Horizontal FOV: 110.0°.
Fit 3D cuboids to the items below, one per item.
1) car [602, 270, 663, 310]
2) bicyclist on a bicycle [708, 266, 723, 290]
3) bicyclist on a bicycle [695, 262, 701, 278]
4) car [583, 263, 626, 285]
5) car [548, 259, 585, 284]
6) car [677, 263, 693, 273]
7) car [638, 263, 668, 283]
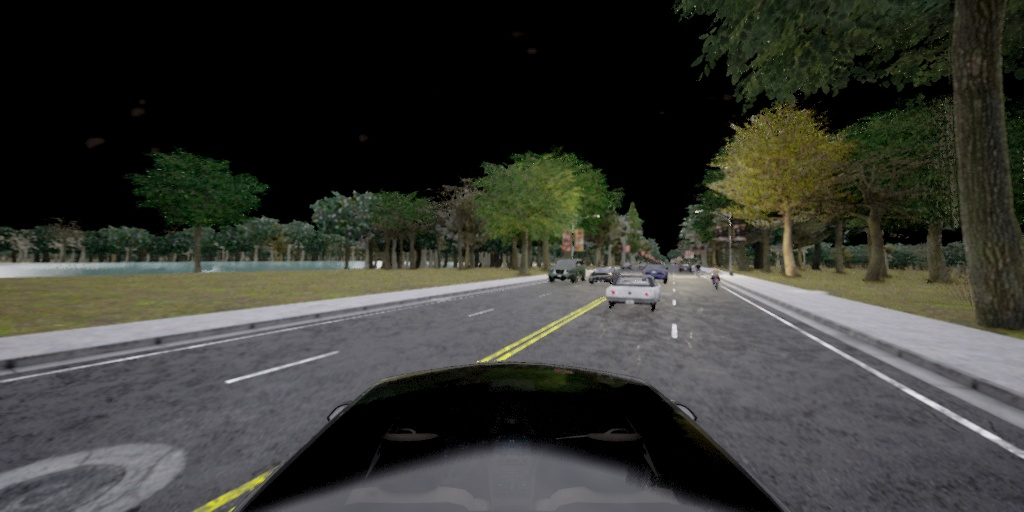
[{"bbox_3d":[5.437,1.493,15.763,1.895,1.301,4.718,0,-1,24],"label":"car"},{"bbox_3d":[13.428,1.429,23.636,0.866,1.612,1.509,0,-1,24],"label":"bicyclist on a bicycle"},{"bbox_3d":[20.901,1.540,40.271,0.659,1.776,1.843,0,0,24],"label":"bicyclist on a bicycle"},{"bbox_3d":[7.506,1.557,28.762,2.033,1.411,5.357,0,-1,24],"label":"car"},{"bbox_3d":[4.861,1.237,30.800,2.150,2.045,5.566,0,-1,24],"label":"car"},{"bbox_3d":[27.726,1.889,57.355,1.812,1.442,4.674,0,0,24],"label":"car"},{"bbox_3d":[12.956,1.417,32.467,2.097,1.767,4.553,0,-1,24],"label":"car"}]
